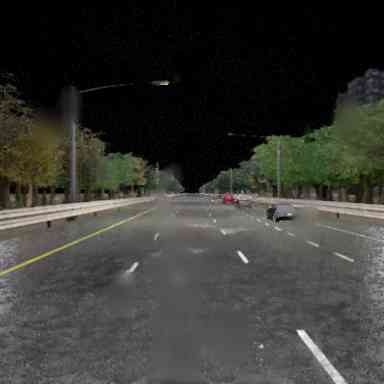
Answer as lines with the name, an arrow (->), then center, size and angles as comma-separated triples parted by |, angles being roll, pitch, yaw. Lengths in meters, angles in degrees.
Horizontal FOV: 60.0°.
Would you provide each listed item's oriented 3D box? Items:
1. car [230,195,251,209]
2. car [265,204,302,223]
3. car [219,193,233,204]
car -> 7.114, 1.516, 46.789 | 2.128, 1.511, 4.902 | 0, 0, 0
car -> 7.037, 1.580, 25.948 | 1.994, 1.385, 4.181 | 0, 0, 0
car -> 7.198, 1.259, 66.806 | 2.150, 2.045, 5.566 | 0, 0, 0
